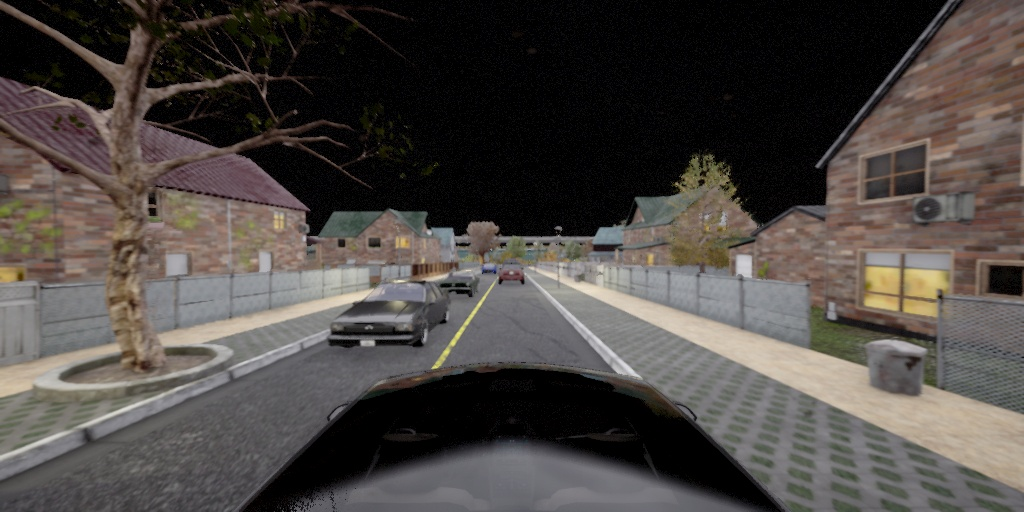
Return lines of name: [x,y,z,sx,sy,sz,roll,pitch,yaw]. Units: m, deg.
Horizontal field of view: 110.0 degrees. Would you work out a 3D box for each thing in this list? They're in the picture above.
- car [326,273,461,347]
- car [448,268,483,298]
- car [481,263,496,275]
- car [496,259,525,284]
car: [-2.875,1.369,9.780,2.033,1.411,5.357,0,-1,0]
car: [-2.896,1.517,19.929,1.895,1.301,4.718,0,-1,0]
car: [-3.020,1.681,47.939,1.882,1.535,5.008,0,-1,0]
car: [-0.029,1.373,30.543,2.097,1.767,4.553,0,-1,0]
